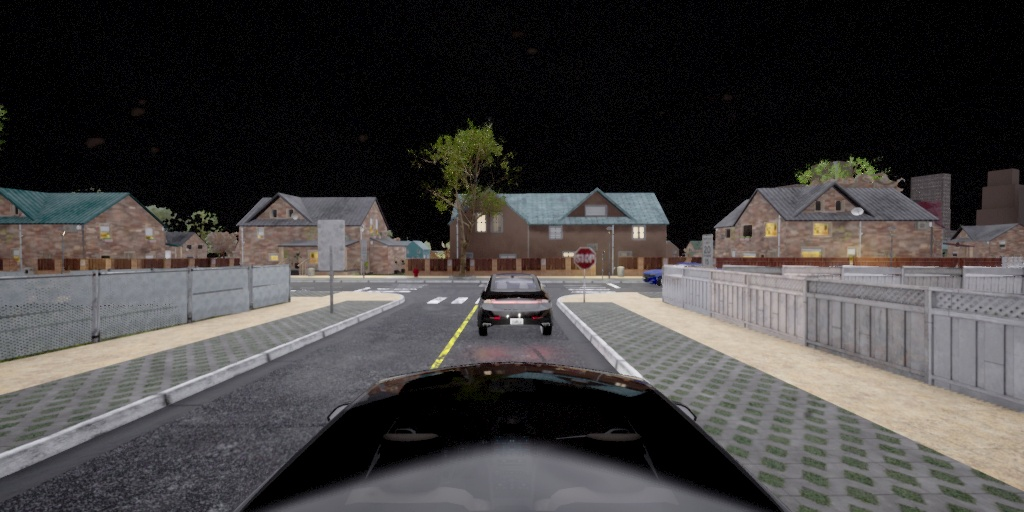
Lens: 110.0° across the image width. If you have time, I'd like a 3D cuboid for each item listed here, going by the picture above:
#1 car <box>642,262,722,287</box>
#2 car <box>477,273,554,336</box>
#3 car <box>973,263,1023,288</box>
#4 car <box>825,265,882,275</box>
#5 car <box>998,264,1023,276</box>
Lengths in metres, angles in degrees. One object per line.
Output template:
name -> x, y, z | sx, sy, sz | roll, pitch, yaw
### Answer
car -> 11.110, 1.177, 23.331 | 5.008, 1.535, 1.882 | 0, 1, 1
car -> 0.029, 1.237, 10.377 | 2.128, 1.511, 4.902 | 0, 0, -2
car -> 33.097, 1.232, 23.179 | 4.674, 1.442, 1.812 | 0, 1, -5
car -> 21.232, 1.260, 23.099 | 4.181, 1.385, 1.994 | 0, 1, 1
car -> 30.912, 1.248, 20.048 | 5.008, 1.535, 1.882 | 0, 2, -2
